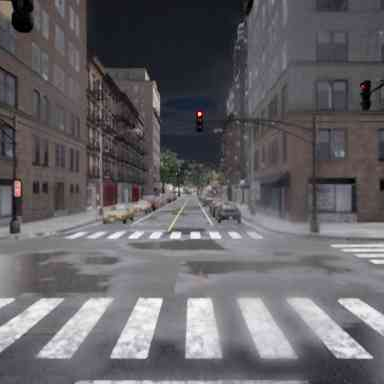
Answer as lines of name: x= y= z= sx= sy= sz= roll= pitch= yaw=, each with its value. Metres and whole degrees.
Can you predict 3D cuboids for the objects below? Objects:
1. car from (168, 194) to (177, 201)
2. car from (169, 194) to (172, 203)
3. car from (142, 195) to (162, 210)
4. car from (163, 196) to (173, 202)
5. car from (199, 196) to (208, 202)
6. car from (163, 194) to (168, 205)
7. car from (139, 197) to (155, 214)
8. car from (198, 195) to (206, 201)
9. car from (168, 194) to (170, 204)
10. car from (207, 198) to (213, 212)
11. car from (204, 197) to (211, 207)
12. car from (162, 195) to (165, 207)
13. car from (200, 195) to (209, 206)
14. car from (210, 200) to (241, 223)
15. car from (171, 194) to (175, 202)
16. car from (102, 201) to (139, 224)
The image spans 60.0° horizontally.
car: x=-5.326 y=1.349 z=90.707 sx=2.192 sy=1.841 sz=5.009 roll=0 pitch=0 yaw=0
car: x=-5.356 y=1.587 z=63.296 sx=1.947 sy=1.339 sz=4.313 roll=0 pitch=0 yaw=0
car: x=-5.380 y=1.328 z=41.368 sx=2.192 sy=1.841 sz=5.009 roll=0 pitch=0 yaw=0
car: x=-5.344 y=1.551 z=74.090 sx=1.752 sy=1.417 sz=4.829 roll=0 pitch=0 yaw=0
car: x=2.696 y=1.573 z=79.736 sx=1.887 sy=1.381 sz=4.507 roll=0 pitch=0 yaw=0
car: x=-5.368 y=1.457 z=52.332 sx=1.967 sy=1.590 sz=4.097 roll=0 pitch=0 yaw=0
car: x=-5.386 y=1.536 z=35.716 sx=1.752 sy=1.417 sz=4.829 roll=0 pitch=0 yaw=0
car: x=2.704 y=1.616 z=90.700 sx=1.802 sy=1.307 sz=4.206 roll=0 pitch=0 yaw=0
car: x=-5.362 y=1.570 z=57.814 sx=2.008 sy=1.369 sz=4.403 roll=0 pitch=0 yaw=0
car: x=2.659 y=1.553 z=30.398 sx=1.887 sy=1.381 sz=4.507 roll=0 pitch=0 yaw=0
car: x=2.663 y=1.561 z=35.880 sx=2.008 sy=1.369 sz=4.403 roll=0 pitch=0 yaw=0
car: x=-5.374 y=1.455 z=46.850 sx=1.967 sy=1.590 sz=4.097 roll=0 pitch=0 yaw=0
car: x=2.676 y=1.568 z=52.326 sx=2.008 sy=1.369 sz=4.403 roll=0 pitch=0 yaw=0
car: x=2.655 y=1.557 z=24.916 sx=2.008 sy=1.369 sz=4.403 roll=0 pitch=0 yaw=0
car: x=-5.350 y=1.339 z=68.778 sx=2.192 sy=1.841 sz=5.009 roll=0 pitch=0 yaw=0
car: x=-5.398 y=1.532 z=24.752 sx=1.752 sy=1.417 sz=4.829 roll=0 pitch=0 yaw=0
